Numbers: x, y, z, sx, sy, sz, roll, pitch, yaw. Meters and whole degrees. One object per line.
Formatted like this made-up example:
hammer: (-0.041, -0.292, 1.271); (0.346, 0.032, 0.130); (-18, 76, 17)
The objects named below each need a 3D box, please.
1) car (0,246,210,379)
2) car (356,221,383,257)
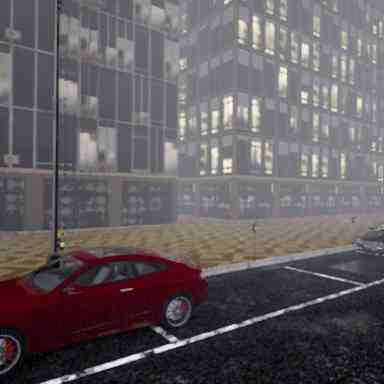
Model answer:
car: (-1.620, 1.592, 5.398); (4.206, 1.307, 1.802); (0, 0, -35)
car: (7.656, 1.624, 12.001); (4.403, 1.369, 2.008); (0, 0, -35)
